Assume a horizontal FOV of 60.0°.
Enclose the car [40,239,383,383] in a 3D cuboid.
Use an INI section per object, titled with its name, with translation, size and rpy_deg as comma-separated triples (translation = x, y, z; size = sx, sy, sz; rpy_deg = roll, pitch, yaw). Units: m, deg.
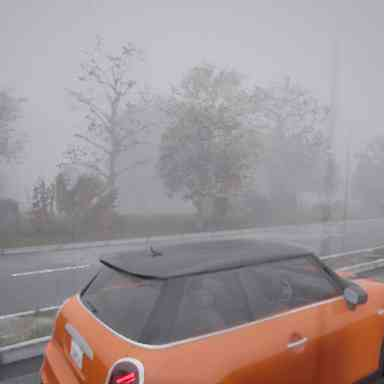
[car]
translation = 0.771, 1.370, 3.990
size = 4.553, 1.767, 2.097
rpy_deg = 0, 0, -36
